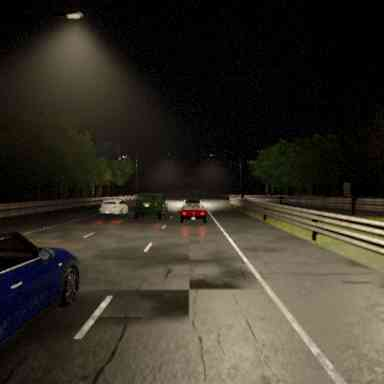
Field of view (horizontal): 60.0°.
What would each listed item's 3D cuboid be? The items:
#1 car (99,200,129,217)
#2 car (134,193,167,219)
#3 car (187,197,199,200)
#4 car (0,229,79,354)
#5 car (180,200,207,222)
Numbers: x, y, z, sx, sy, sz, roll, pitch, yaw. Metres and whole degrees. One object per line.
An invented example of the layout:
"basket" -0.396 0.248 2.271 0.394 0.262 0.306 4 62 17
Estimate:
"car" -6.885 1.415 29.472 1.812 1.442 4.674 0 0 0
"car" -3.399 1.117 27.781 2.150 2.045 5.566 0 0 0
"car" 0.101 1.345 42.397 2.128 1.511 4.902 0 0 0
"car" -3.400 1.347 5.111 2.097 1.767 4.553 0 0 0
"car" 0.100 1.507 24.956 1.895 1.301 4.718 0 0 0
